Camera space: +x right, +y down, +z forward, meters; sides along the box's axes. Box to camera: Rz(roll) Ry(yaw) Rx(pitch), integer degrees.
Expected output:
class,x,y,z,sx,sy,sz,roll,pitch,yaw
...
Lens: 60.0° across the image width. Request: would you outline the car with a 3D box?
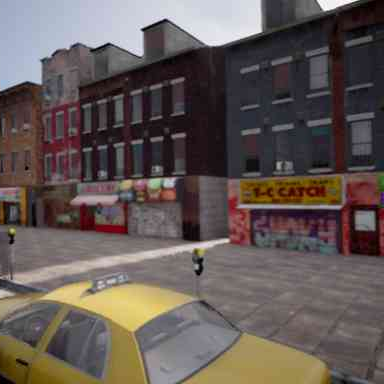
class,x,y,z,sx,sy,sz,roll,pitch,yaw
car,-1.069,1.555,3.582,4.829,1.417,1.752,-1,-1,35
